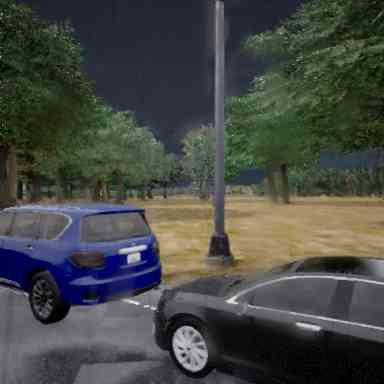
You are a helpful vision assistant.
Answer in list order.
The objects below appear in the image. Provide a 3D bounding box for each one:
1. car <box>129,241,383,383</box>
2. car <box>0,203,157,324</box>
[{"bbox_3d":[1.683,1.536,3.948,4.892,1.490,1.837,0,0,36],"label":"car"},{"bbox_3d":[-3.206,1.271,7.483,5.566,2.045,2.150,0,0,36],"label":"car"}]
